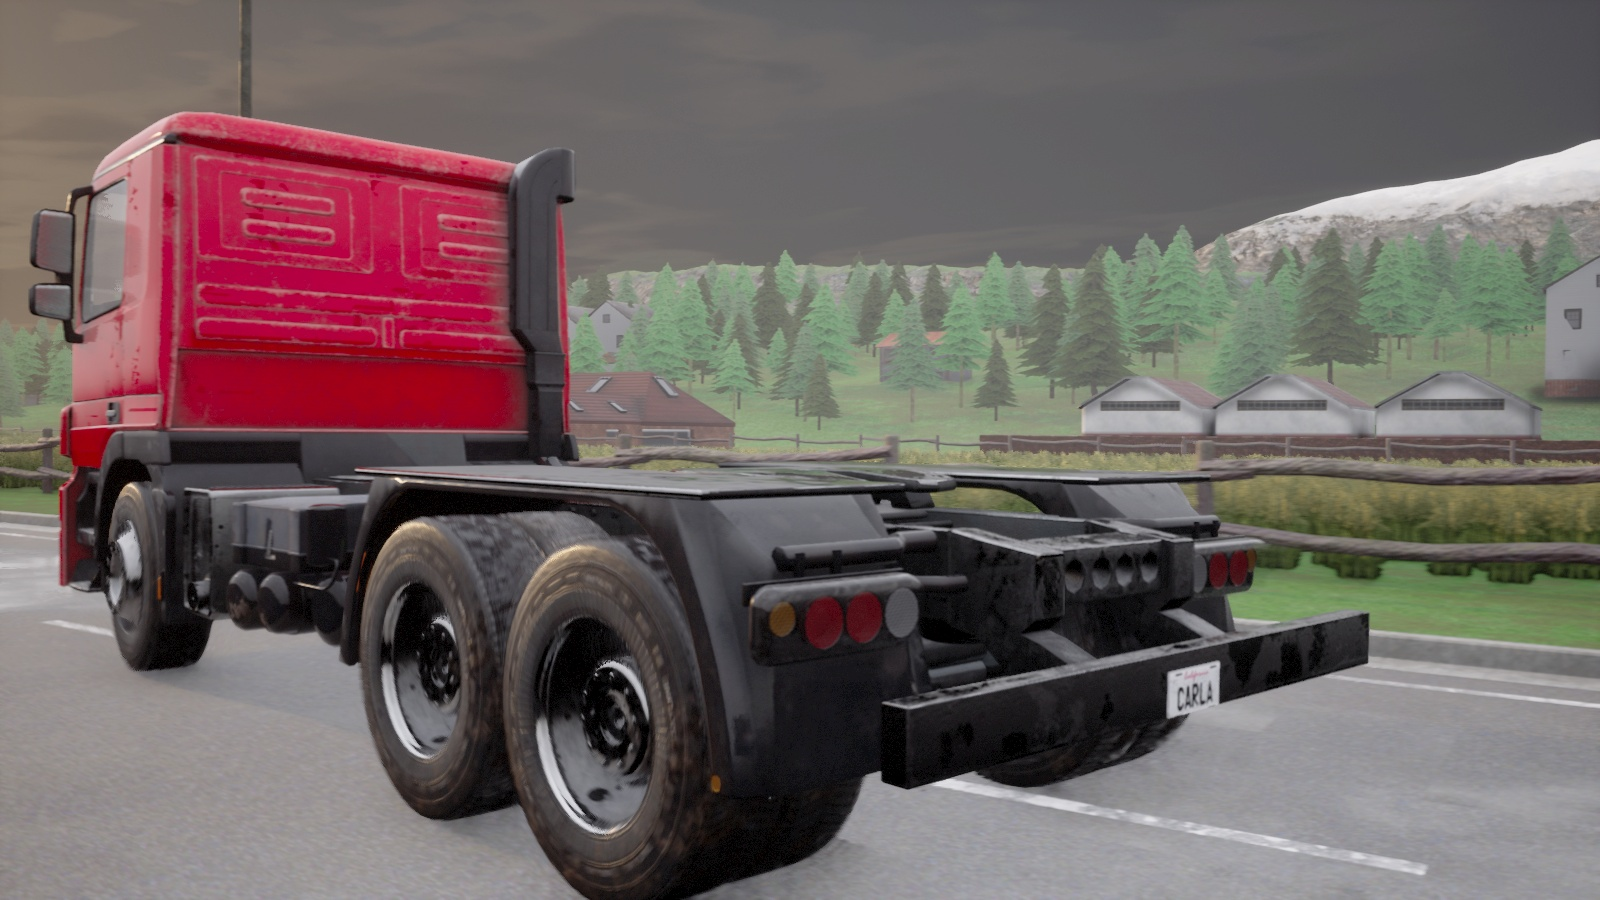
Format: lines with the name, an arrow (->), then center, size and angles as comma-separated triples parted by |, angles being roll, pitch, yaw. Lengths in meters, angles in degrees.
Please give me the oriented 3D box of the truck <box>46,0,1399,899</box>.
truck -> -1.453, -0.330, 6.770 | 2.891, 3.462, 7.936 | -1, 1, -43
